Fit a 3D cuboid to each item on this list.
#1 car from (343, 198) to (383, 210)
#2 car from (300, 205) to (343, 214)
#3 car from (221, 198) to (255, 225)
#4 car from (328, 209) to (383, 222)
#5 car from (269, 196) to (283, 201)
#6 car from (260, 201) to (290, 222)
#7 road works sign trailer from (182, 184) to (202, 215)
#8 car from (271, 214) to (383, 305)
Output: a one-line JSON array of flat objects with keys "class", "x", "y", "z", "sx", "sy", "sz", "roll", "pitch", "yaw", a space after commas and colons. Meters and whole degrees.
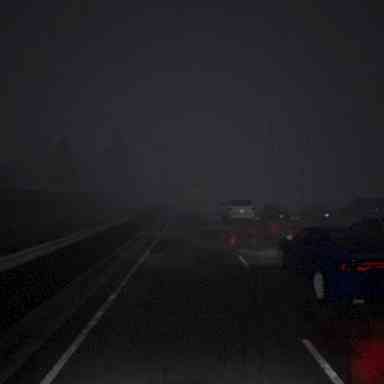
[{"class": "car", "x": 14.102, "y": 1.461, "z": 26.751, "sx": 2.150, "sy": 2.045, "sz": 5.566, "roll": 0, "pitch": -1, "yaw": 0}, {"class": "car", "x": 10.601, "y": 1.816, "z": 28.097, "sx": 1.994, "sy": 1.385, "sz": 4.181, "roll": 0, "pitch": -1, "yaw": 0}, {"class": "car", "x": 3.602, "y": 1.461, "z": 26.711, "sx": 2.150, "sy": 2.045, "sz": 5.566, "roll": 0, "pitch": -1, "yaw": 0}, {"class": "car", "x": 7.099, "y": 1.617, "z": 12.376, "sx": 1.837, "sy": 1.490, "sz": 4.892, "roll": 0, "pitch": 0, "yaw": 0}, {"class": "car", "x": 22.933, "y": 2.021, "z": 90.508, "sx": 3.866, "sy": 1.878, "sz": 1.905, "roll": 0, "pitch": -1, "yaw": 0}, {"class": "car", "x": 7.102, "y": 1.783, "z": 28.691, "sx": 1.812, "sy": 1.442, "sz": 4.674, "roll": 0, "pitch": -1, "yaw": 0}, {"class": "road works sign trailer", "x": 0.005, "y": 0.817, "z": 39.411, "sx": 2.380, "sy": 3.560, "sz": 2.880, "roll": 0, "pitch": -1, "yaw": 0}, {"class": "car", "x": 3.594, "y": 1.553, "z": 8.372, "sx": 1.882, "sy": 1.535, "sz": 5.008, "roll": 0, "pitch": 0, "yaw": 0}]
